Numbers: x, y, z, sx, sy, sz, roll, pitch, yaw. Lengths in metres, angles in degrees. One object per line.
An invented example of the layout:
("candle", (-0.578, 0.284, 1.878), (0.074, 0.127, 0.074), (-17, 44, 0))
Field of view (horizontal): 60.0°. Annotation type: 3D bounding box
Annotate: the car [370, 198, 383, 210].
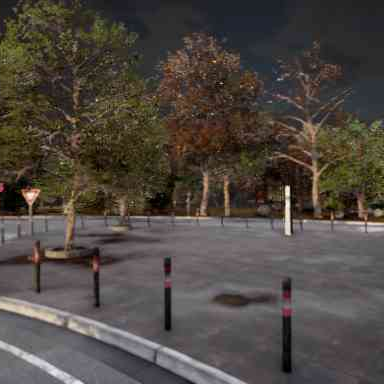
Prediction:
("car", (26.509, 1.809, 44.674), (2.150, 2.045, 5.566), (0, -1, -7))
